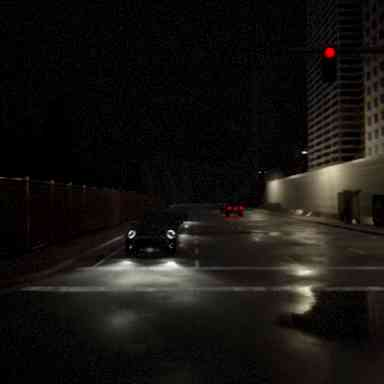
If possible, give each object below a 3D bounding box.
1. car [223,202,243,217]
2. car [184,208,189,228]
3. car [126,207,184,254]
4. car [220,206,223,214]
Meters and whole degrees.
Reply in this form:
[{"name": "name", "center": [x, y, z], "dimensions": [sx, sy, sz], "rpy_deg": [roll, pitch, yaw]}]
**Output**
[{"name": "car", "center": [5.869, 2.381, 46.472], "dimensions": [2.150, 2.045, 5.566], "rpy_deg": [0, -1, 3]}, {"name": "car", "center": [-1.503, 2.193, 25.480], "dimensions": [2.033, 1.411, 5.357], "rpy_deg": [0, -1, 1]}, {"name": "car", "center": [-1.608, 1.733, 15.196], "dimensions": [2.097, 1.767, 4.553], "rpy_deg": [0, -1, 1]}, {"name": "car", "center": [5.915, 2.916, 56.737], "dimensions": [2.128, 1.511, 4.902], "rpy_deg": [0, -1, 1]}]
